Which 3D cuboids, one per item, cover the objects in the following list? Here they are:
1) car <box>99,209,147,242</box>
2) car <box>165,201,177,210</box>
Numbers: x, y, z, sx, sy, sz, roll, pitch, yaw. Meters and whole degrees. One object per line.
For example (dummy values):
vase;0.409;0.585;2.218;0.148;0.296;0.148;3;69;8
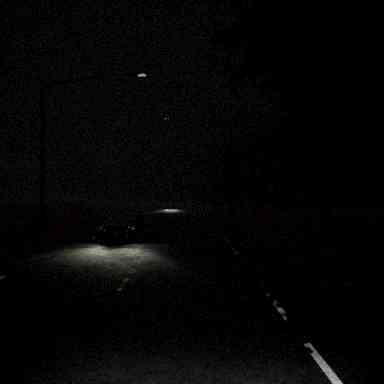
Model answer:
car;-3.610;1.701;18.071;1.882;1.535;5.008;0;-1;0
car;-3.591;2.291;58.627;2.128;1.511;4.902;0;-1;1
